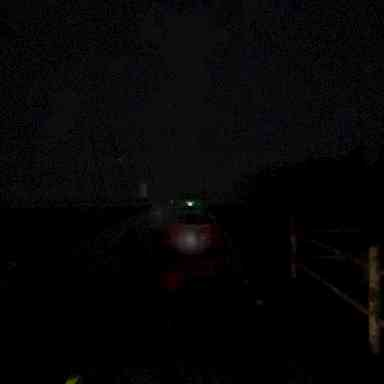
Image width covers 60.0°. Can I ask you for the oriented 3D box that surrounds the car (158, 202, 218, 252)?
[{"bbox_3d":[-0.031,1.350,13.190,2.128,1.511,4.902,0,1,0],"label":"car"}]

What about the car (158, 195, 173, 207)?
[{"bbox_3d":[-3.038,1.148,40.873,1.882,1.535,5.008,0,0,0],"label":"car"}]

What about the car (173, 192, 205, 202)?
[{"bbox_3d":[-0.121,0.973,27.203,2.150,2.045,5.566,0,1,0],"label":"car"}]
